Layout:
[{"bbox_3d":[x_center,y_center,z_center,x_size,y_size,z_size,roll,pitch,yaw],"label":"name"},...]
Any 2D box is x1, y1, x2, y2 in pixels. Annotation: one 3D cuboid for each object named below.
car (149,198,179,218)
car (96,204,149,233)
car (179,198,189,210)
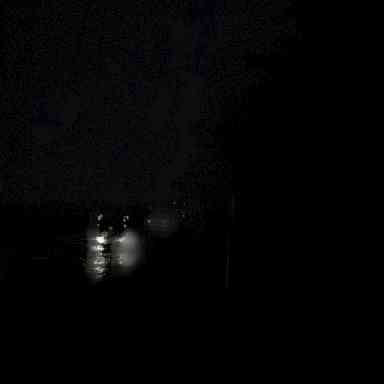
[{"bbox_3d":[-3.210,1.659,36.264,2.150,2.045,5.566,3,-1,5],"label":"car"},{"bbox_3d":[-4.523,1.580,21.620,2.097,1.767,4.553,3,-1,5],"label":"car"},{"bbox_3d":[-1.735,1.750,51.664,2.097,1.767,4.553,3,0,5],"label":"car"}]
